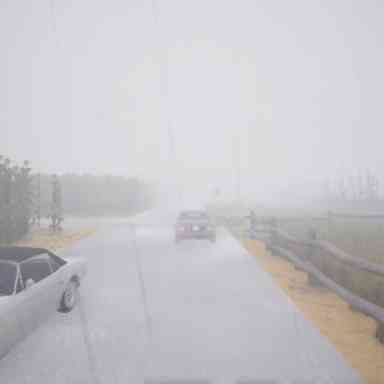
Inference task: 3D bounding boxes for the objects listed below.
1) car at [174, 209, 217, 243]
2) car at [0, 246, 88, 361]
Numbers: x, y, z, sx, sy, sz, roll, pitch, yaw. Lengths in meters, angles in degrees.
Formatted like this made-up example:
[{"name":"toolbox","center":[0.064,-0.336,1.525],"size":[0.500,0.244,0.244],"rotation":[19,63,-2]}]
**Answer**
[{"name":"car","center":[0.116,1.509,15.843],"size":[2.033,1.411,5.357],"rotation":[0,0,-1]},{"name":"car","center":[-3.172,1.589,4.901],"size":[1.895,1.301,4.718],"rotation":[0,0,0]}]
